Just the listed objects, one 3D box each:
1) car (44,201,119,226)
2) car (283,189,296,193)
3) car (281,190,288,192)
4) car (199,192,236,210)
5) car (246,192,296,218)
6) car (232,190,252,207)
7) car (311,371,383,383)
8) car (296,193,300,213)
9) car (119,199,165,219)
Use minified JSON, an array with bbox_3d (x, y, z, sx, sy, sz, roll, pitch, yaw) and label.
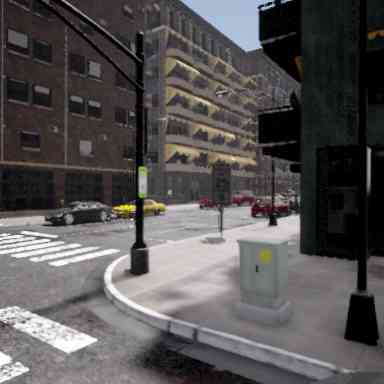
[{"bbox_3d":[-7.133,1.264,21.148,2.008,1.369,4.403,1,2,35],"label":"car"},{"bbox_3d":[15.178,0.492,53.098,2.192,1.841,5.009,1,2,35],"label":"car"},{"bbox_3d":[11.892,0.780,48.398,1.752,1.417,4.829,1,2,35],"label":"car"},{"bbox_3d":[2.428,1.026,34.844,1.887,1.381,4.507,1,2,35],"label":"car"},{"bbox_3d":[6.095,1.039,25.452,1.967,1.590,4.097,1,2,35],"label":"car"},{"bbox_3d":[5.617,0.720,39.404,2.192,1.841,5.009,1,2,35],"label":"car"},{"bbox_3d":[2.431,1.557,1.139,4.403,1.369,2.008,0,0,35],"label":"car"},{"bbox_3d":[9.281,1.073,30.020,2.008,1.369,4.403,1,2,35],"label":"car"},{"bbox_3d":[-4.043,1.163,25.573,1.752,1.417,4.829,1,2,35],"label":"car"}]
